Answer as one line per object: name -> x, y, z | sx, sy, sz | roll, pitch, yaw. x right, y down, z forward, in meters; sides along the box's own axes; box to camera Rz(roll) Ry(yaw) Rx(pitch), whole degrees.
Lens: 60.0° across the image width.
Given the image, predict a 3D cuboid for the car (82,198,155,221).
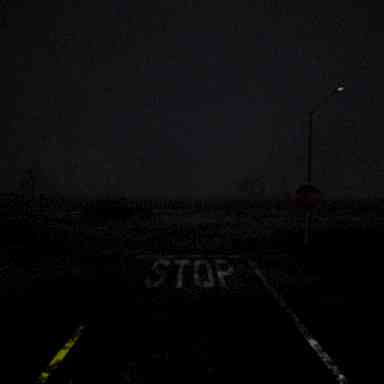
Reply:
car -> -5.011, 1.143, 22.809 | 4.902, 1.511, 2.128 | 0, 1, 0
